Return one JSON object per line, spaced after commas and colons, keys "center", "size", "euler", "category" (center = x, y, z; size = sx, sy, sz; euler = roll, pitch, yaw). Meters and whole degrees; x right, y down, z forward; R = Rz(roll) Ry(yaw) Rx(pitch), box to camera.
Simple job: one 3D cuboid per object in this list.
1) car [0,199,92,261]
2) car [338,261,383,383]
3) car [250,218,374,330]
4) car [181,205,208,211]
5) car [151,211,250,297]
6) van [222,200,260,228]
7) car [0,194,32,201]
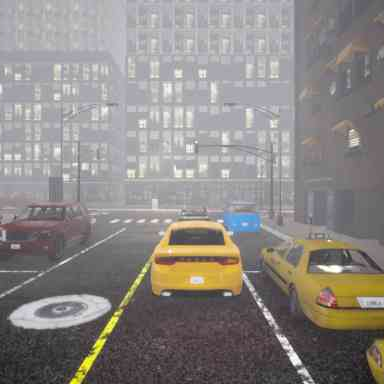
{"center": [-5.292, 1.318, 12.495], "size": [2.192, 1.841, 5.009], "euler": [0, 0, 0], "category": "car"}
{"center": [2.570, 1.525, 1.372], "size": [1.752, 1.417, 4.829], "euler": [0, 0, 0], "category": "car"}
{"center": [2.579, 1.527, 7.012], "size": [1.752, 1.417, 4.829], "euler": [0, 0, 0], "category": "car"}
{"center": [0.133, 1.497, 19.095], "size": [2.128, 1.511, 4.902], "euler": [0, 0, 0], "category": "car"}
{"center": [0.112, 1.479, 8.623], "size": [1.882, 1.535, 5.008], "euler": [0, 0, 0], "category": "car"}
{"center": [2.597, 1.346, 18.122], "size": [1.690, 1.788, 3.998], "euler": [0, 0, 0], "category": "van"}
{"center": [-20.815, 1.112, 38.136], "size": [5.009, 1.841, 2.192], "euler": [1, -1, 0], "category": "car"}
